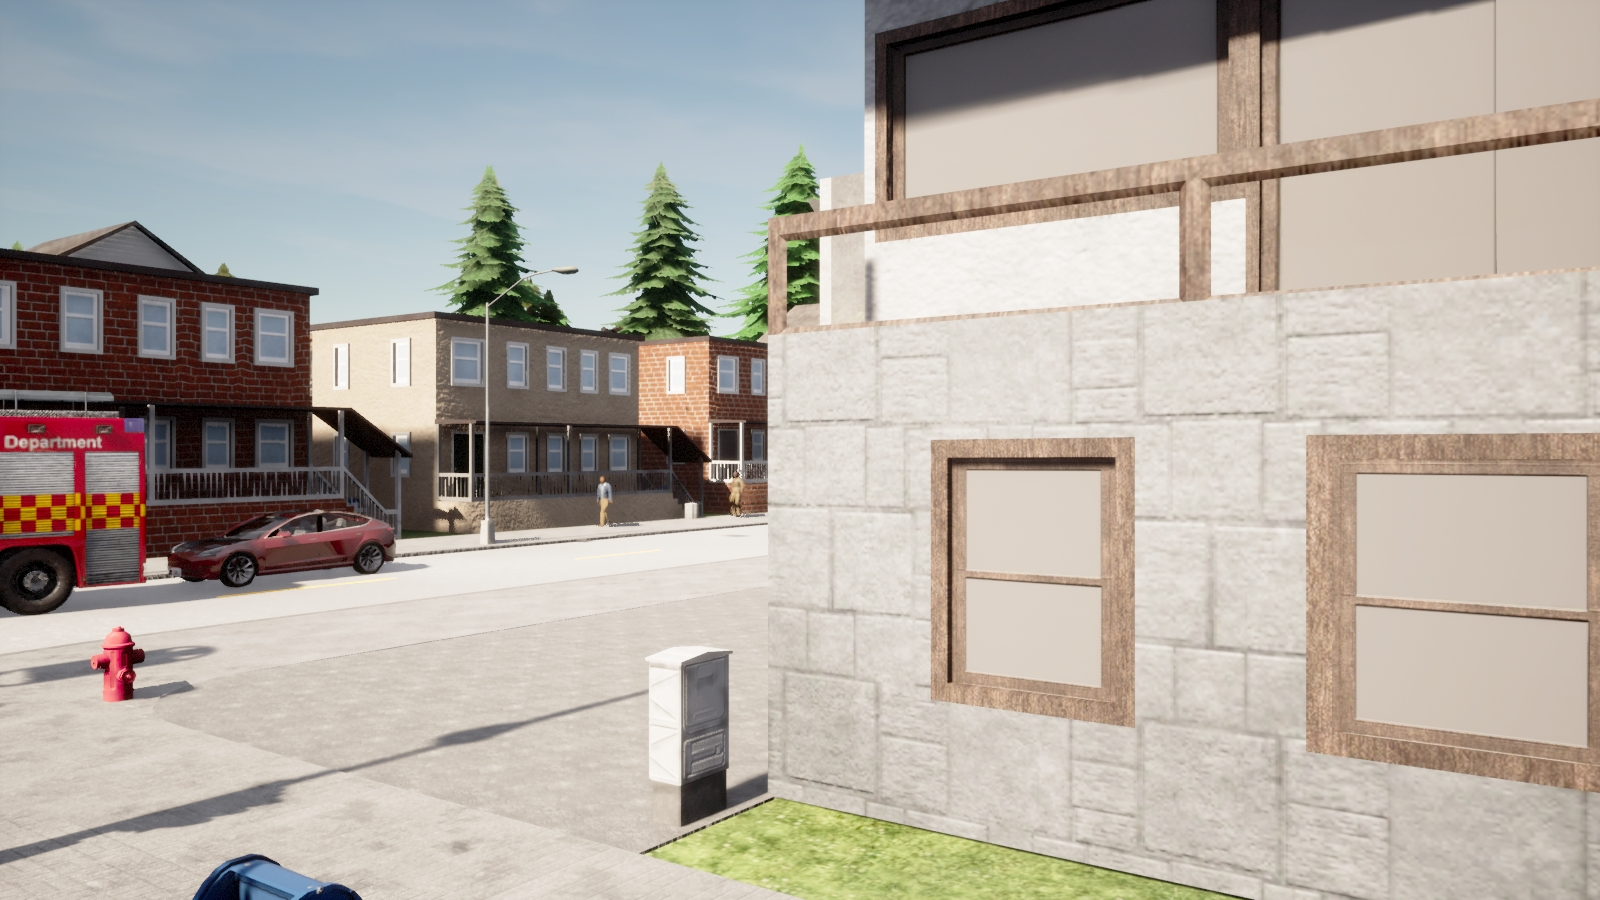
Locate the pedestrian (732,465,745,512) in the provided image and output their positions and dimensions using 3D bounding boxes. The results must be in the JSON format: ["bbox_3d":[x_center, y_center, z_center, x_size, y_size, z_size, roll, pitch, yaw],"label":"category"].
[{"bbox_3d":[-2.419,1.524,45.219,0.375,1.860,0.375,0,0,30],"label":"pedestrian"}]

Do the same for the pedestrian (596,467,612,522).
[{"bbox_3d":[-6.765,1.524,39.432,0.375,1.860,0.375,0,0,35],"label":"pedestrian"}]

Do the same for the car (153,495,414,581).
[{"bbox_3d":[-11.207,1.843,25.122,2.163,1.488,4.792,0,0,35],"label":"car"}]

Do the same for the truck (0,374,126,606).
[{"bbox_3d":[-15.888,0.669,18.138,2.891,3.827,8.468,0,0,44],"label":"truck"}]
